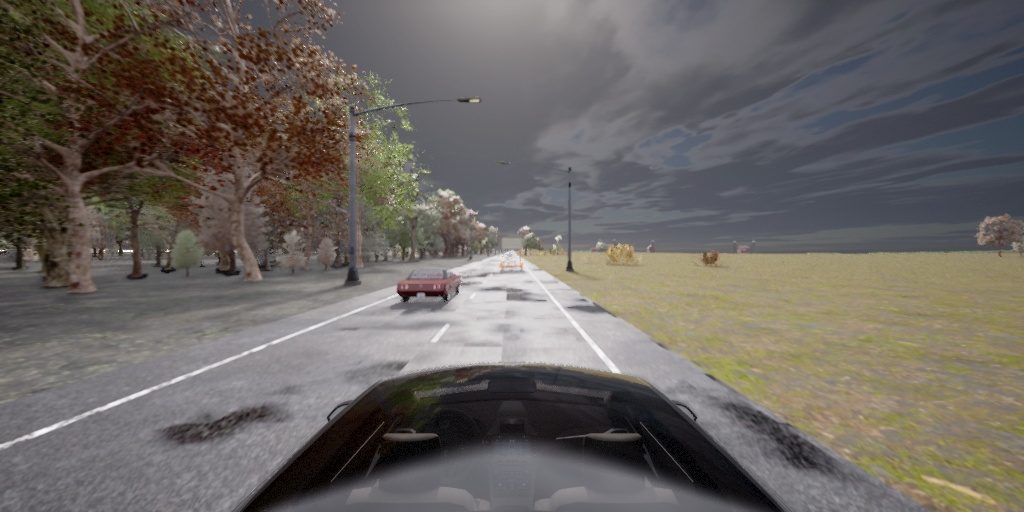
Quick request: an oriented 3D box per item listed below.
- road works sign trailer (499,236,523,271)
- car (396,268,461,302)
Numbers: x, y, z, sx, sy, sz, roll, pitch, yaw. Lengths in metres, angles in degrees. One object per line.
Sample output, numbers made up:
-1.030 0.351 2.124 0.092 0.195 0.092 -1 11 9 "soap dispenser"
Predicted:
-0.002 -0.283 37.589 2.380 3.560 2.880 0 0 0 "road works sign trailer"
-3.403 1.157 15.650 1.895 1.301 4.718 0 1 0 "car"
